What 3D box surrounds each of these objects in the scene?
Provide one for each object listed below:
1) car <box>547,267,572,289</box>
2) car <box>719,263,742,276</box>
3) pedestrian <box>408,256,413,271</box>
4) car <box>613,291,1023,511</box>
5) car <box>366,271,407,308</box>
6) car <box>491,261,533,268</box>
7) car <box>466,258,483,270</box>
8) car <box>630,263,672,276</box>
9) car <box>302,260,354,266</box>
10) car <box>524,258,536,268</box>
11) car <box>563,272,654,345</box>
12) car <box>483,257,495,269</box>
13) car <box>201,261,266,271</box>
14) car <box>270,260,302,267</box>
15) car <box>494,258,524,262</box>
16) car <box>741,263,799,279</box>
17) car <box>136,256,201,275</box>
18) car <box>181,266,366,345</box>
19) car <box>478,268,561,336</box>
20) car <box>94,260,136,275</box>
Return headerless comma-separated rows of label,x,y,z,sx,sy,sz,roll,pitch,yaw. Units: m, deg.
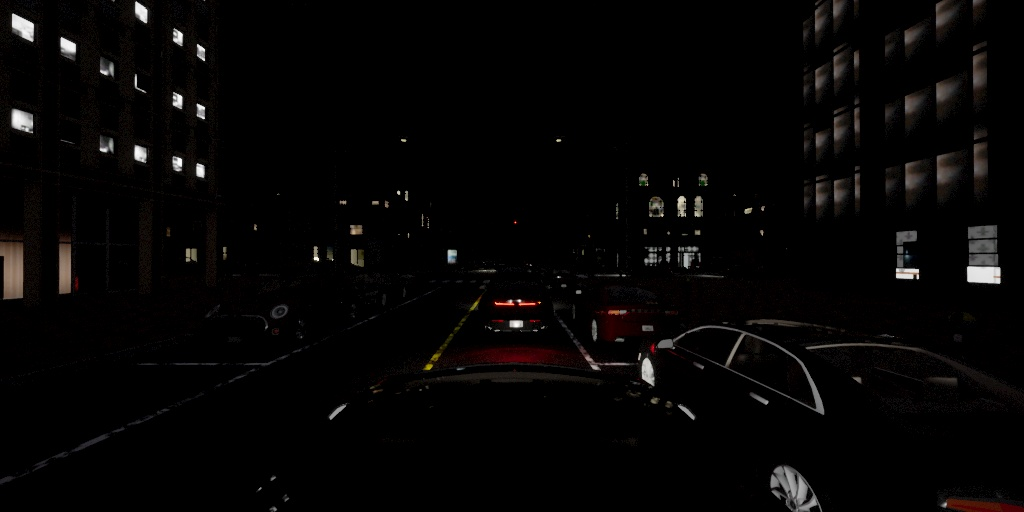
car,2.676,1.302,20.710,2.007,1.370,4.403,0,0,0
car,24.597,1.413,38.157,4.674,1.442,1.812,0,0,1
pedestrian,-12.585,0.885,44.235,0.375,1.860,0.375,0,-1,1
car,2.689,1.301,3.634,2.007,1.370,4.403,0,0,0
car,-5.700,1.302,15.028,2.007,1.370,4.403,0,0,0
car,0.081,1.230,20.531,1.882,1.535,5.008,0,0,2
car,-5.730,1.338,53.106,1.802,1.307,4.207,0,0,0
car,14.782,1.403,38.296,4.181,1.385,1.994,0,0,1
car,-17.655,1.180,35.571,4.892,1.490,1.837,0,0,1
car,2.650,1.322,53.100,1.948,1.339,4.313,0,0,0
car,2.685,1.296,9.326,1.888,1.381,4.507,0,0,0
car,-3.124,1.234,53.781,1.882,1.535,5.008,0,0,1
car,-25.440,1.177,33.091,4.403,1.370,2.007,0,0,1
car,-25.485,1.197,41.473,4.829,1.417,1.751,0,0,1
car,-0.290,1.247,45.620,2.128,1.511,4.902,0,0,13
car,23.618,1.433,32.339,4.207,1.307,1.802,0,0,1
car,-30.976,0.917,33.171,5.009,1.841,2.192,0,0,1
car,-5.696,1.190,9.336,1.967,1.591,4.097,0,0,0
car,0.094,1.256,10.342,1.837,1.490,4.892,0,0,0
car,-36.513,1.130,33.252,4.403,1.370,2.007,0,0,1
